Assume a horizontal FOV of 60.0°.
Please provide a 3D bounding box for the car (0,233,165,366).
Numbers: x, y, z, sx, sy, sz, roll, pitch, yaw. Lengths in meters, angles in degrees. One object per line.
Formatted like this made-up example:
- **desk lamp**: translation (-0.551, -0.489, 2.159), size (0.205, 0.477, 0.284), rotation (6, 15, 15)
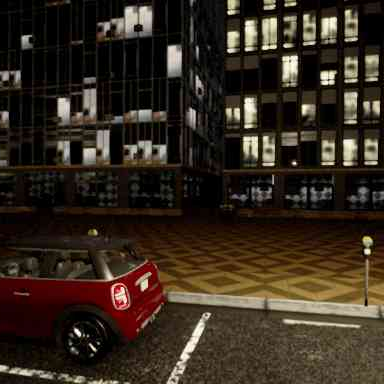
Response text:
- **car**: translation (-2.611, 1.440, 5.488), size (4.097, 1.590, 1.967), rotation (0, 0, 13)
